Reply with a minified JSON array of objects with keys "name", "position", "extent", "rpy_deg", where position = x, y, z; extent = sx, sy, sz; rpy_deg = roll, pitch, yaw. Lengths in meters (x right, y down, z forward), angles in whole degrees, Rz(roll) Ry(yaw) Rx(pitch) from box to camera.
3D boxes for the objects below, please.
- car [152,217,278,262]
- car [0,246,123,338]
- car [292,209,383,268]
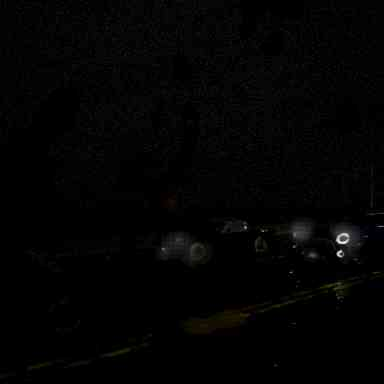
[{"name":"car","position":[0.919,1.636,12.315],"extent":[4.718,1.301,1.895],"rpy_deg":[0,0,-35]},{"name":"car","position":[-3.601,1.601,5.087],"extent":[4.718,1.301,1.895],"rpy_deg":[0,0,-35]},{"name":"car","position":[5.578,1.405,11.632],"extent":[4.553,1.767,2.097],"rpy_deg":[1,0,-35]}]
